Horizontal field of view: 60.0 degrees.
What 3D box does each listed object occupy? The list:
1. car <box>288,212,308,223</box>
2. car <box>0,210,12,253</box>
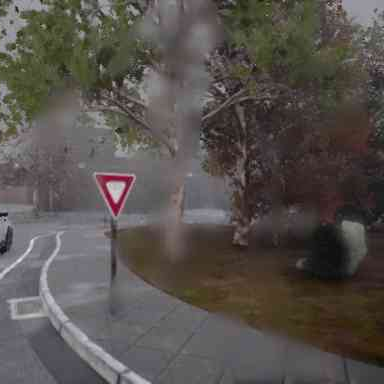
[{"bbox_3d":[14.823,3.626,47.844,4.892,1.490,1.837,4,-3,-40],"label":"car"},{"bbox_3d":[-7.120,1.194,10.187,2.150,2.045,5.566,0,0,-19],"label":"car"}]
